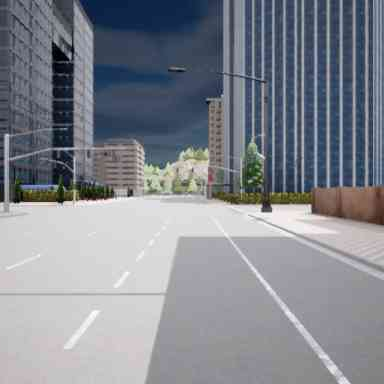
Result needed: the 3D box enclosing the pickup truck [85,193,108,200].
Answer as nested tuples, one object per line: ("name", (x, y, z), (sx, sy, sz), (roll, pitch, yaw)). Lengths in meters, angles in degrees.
("pickup truck", (-24.787, 1.024, 86.835), (2.390, 2.098, 6.274), (0, 0, 30))
